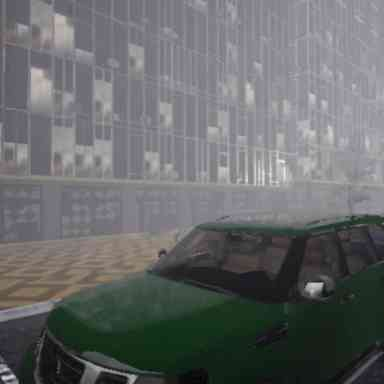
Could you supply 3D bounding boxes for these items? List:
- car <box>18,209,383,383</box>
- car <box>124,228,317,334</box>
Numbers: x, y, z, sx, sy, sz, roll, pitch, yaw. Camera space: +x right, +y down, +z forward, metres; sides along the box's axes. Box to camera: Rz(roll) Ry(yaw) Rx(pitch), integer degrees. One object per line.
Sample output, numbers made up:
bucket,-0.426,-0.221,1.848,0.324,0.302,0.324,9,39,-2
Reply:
car,0.966,1.320,4.237,5.566,2.045,2.150,1,-2,-42
car,0.874,1.728,7.758,4.403,1.369,2.008,1,-2,-42
